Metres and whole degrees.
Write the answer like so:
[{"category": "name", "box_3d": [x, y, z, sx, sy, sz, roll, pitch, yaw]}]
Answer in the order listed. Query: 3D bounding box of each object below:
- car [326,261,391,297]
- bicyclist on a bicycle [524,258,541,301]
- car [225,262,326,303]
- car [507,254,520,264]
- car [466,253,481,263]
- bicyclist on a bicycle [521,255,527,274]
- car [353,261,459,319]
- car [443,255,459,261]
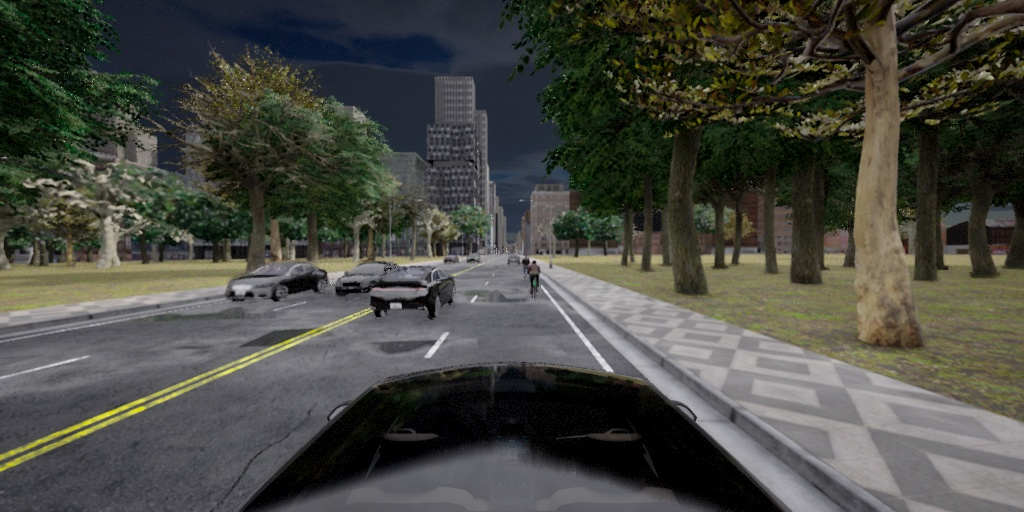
[{"category": "car", "box_3d": [-6.546, 1.026, 17.022, 1.837, 1.490, 4.892, 0, 1, 0]}, {"category": "bicyclist on a bicycle", "box_3d": [0.940, 1.005, 14.981, 0.582, 1.620, 1.656, 0, 1, 0]}, {"category": "car", "box_3d": [-9.802, 1.036, 15.404, 2.128, 1.511, 4.902, 0, 1, 0]}, {"category": "car", "box_3d": [0.283, 0.502, 55.216, 2.128, 1.511, 4.902, 0, 1, 0]}, {"category": "car", "box_3d": [-6.356, 0.307, 59.698, 2.097, 1.767, 4.553, 0, 1, 1]}, {"category": "bicyclist on a bicycle", "box_3d": [0.975, 0.775, 25.206, 0.659, 1.776, 1.843, 0, 1, 0]}, {"category": "car", "box_3d": [-3.114, 1.086, 12.069, 2.128, 1.511, 4.902, 0, 1, 0]}, {"category": "car", "box_3d": [-9.618, 0.531, 57.263, 2.033, 1.411, 5.357, 0, 1, 1]}]
